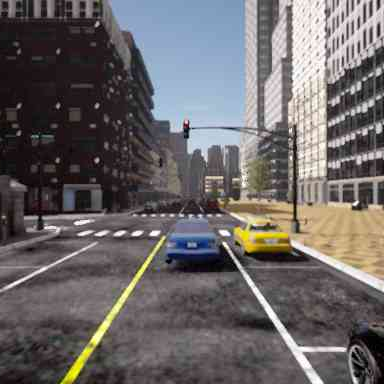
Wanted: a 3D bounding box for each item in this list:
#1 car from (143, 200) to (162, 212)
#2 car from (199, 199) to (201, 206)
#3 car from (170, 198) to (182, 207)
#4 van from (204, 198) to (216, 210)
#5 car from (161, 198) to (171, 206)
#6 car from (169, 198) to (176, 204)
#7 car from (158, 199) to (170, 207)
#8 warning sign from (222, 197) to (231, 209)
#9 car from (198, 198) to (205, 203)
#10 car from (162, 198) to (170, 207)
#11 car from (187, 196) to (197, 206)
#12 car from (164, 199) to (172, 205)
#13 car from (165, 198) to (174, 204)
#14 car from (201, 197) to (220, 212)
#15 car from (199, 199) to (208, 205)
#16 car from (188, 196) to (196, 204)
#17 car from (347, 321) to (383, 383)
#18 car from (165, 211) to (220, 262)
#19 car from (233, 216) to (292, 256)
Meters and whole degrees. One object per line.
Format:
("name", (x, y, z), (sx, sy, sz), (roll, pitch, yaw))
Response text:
("car", (-5.679, 2.004, 45.840), (2.008, 1.369, 4.403), (0, -1, 0))
("car", (2.706, 2.009, 67.944), (2.192, 1.841, 5.009), (0, -1, 0))
("car", (-2.984, 2.283, 67.178), (1.895, 1.301, 4.718), (0, -1, 0))
("van", (2.701, 1.853, 51.365), (1.690, 1.788, 3.998), (0, -1, 0))
("car", (-5.672, 2.196, 73.473), (1.967, 1.590, 4.097), (0, -1, 0))
("car", (-5.664, 2.551, 95.410), (1.752, 1.417, 4.829), (0, -1, 0))
("car", (-5.673, 2.239, 67.944), (1.887, 1.381, 4.507), (0, -1, 0))
("warning sign", (5.087, 1.603, 49.098), (1.300, 1.860, 1.060), (0, 0, 0))
("car", (2.716, 2.537, 95.744), (1.752, 1.417, 4.829), (0, -1, 0))
("car", (-5.675, 2.183, 62.419), (2.008, 1.369, 4.403), (0, -1, 0))
("car", (0.022, 2.269, 74.613), (1.837, 1.490, 4.892), (0, -1, 0))
("car", (-5.670, 2.401, 78.998), (1.802, 1.307, 4.206), (0, -1, 0))
("car", (-5.669, 2.322, 84.525), (1.967, 1.590, 4.097), (0, -1, 0))
("car", (2.699, 1.769, 45.840), (2.192, 1.841, 5.009), (0, -1, 0))
("car", (2.710, 2.364, 78.995), (1.887, 1.381, 4.507), (0, -1, 0))
("car", (0.026, 2.026, 85.064), (2.150, 2.045, 5.566), (0, -1, 0))
("car", (2.687, 1.588, 2.161), (1.947, 1.339, 4.313), (0, -1, 0))
("car", (0.015, 1.668, 12.529), (2.033, 1.411, 5.357), (0, -1, 0))
("car", (2.690, 1.656, 13.597), (1.752, 1.417, 4.829), (0, -1, 0))
